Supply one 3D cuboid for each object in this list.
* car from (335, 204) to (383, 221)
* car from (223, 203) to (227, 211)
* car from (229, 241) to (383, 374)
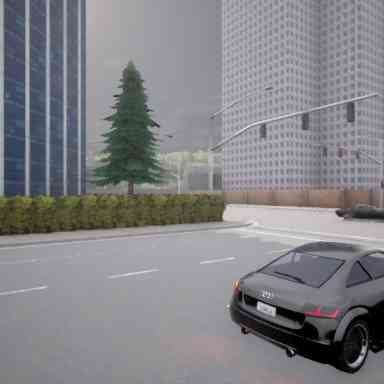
[{"bbox_3d":[13.606,1.601,25.364,4.718,1.301,1.895,0,0,40],"label":"car"},{"bbox_3d":[2.112,1.477,39.615,1.882,1.535,5.008,0,0,-35],"label":"car"},{"bbox_3d":[2.661,1.564,5.679,4.181,1.385,1.994,0,0,-35],"label":"car"}]
